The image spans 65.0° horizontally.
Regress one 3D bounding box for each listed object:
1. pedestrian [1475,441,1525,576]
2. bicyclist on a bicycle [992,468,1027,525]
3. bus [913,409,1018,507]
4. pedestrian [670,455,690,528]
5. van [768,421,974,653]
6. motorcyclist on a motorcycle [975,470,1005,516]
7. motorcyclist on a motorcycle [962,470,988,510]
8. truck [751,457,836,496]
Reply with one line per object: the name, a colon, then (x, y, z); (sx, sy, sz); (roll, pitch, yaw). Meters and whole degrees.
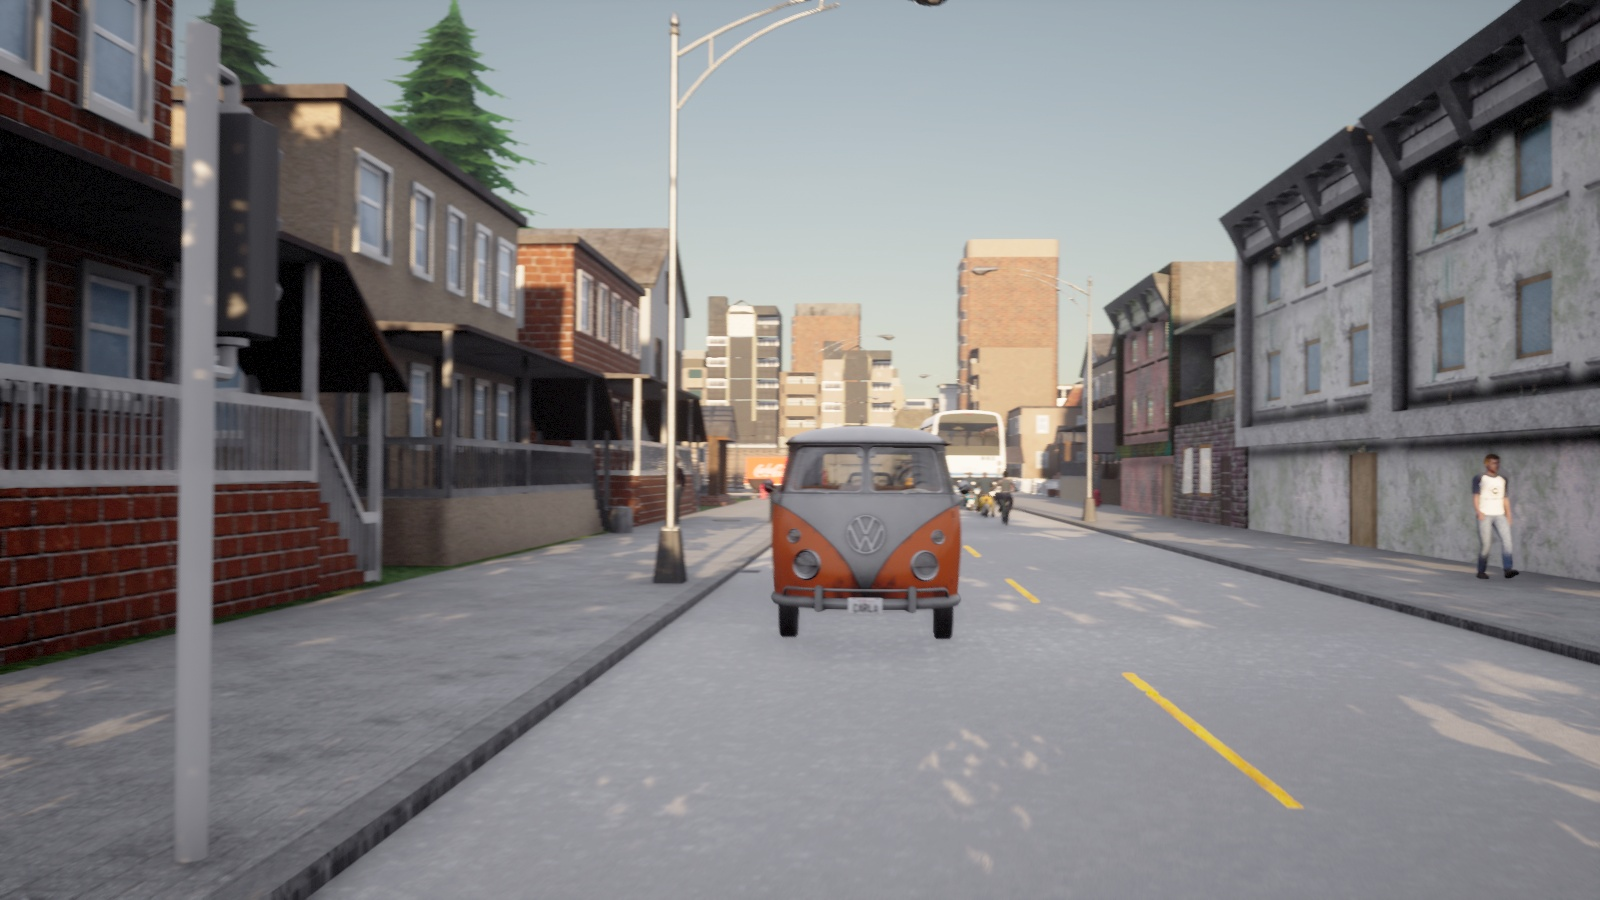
pedestrian: (9.747, 0.806, 17.504); (0.354, 1.836, 0.706); (0, -1, 7)
bicyclist on a bicycle: (6.250, 1.372, 37.483); (0.866, 1.612, 1.509); (0, 1, 3)
bus: (7.632, 0.431, 59.587); (3.944, 4.253, 10.273); (0, -1, 2)
pedestrian: (-3.210, 1.094, 33.621); (0.402, 1.930, 0.666); (0, -1, 6)
van: (0.747, 0.786, 13.068); (1.775, 1.987, 4.442); (0, -1, 4)
motorcyclist on a motorcycle: (6.651, 1.500, 44.025); (0.866, 1.590, 1.817); (0, -1, 3)
motorcyclist on a motorcycle: (7.068, 1.613, 50.800); (0.866, 1.590, 1.817); (0, -1, 3)
truck: (-0.372, 1.684, 80.602); (5.204, 2.467, 2.627); (0, -1, 5)
